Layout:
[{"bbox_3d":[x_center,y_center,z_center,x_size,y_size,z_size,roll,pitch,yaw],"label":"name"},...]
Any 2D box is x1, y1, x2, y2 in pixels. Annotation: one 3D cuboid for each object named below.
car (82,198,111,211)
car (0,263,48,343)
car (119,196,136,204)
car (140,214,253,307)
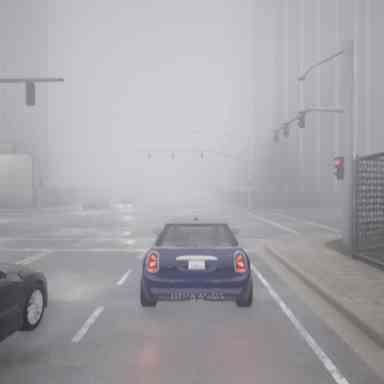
[{"bbox_3d":[-10.755,1.371,37.702,1.895,1.301,4.718,0,0,5],"label":"car"},{"bbox_3d":[-3.431,1.480,3.900,1.837,1.490,4.892,0,0,0],"label":"car"},{"bbox_3d":[-10.453,1.273,53.838,1.895,1.301,4.718,0,0,0],"label":"car"},{"bbox_3d":[0.096,1.302,8.024,2.097,1.767,4.553,0,0,0],"label":"car"}]
